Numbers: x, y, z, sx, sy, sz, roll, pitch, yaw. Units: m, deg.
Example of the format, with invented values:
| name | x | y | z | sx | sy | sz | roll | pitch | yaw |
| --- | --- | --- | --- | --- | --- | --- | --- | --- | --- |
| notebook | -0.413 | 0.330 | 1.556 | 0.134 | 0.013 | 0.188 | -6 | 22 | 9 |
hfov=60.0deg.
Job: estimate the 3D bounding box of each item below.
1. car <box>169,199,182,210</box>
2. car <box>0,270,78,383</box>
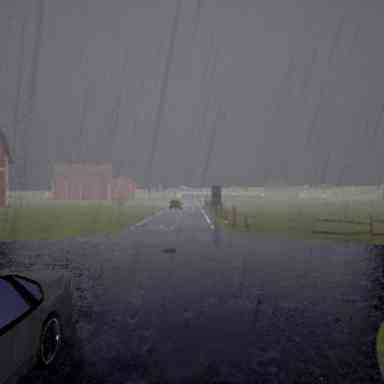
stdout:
| name | x | y | z | sx | sy | sz | roll | pitch | yaw |
| --- | --- | --- | --- | --- | --- | --- | --- | --- | --- |
| car | -2.605 | 1.891 | 52.155 | 1.882 | 1.535 | 5.008 | 0 | 0 | 0 |
| car | -2.738 | 1.574 | 3.041 | 2.033 | 1.411 | 5.357 | 0 | 0 | 0 |
